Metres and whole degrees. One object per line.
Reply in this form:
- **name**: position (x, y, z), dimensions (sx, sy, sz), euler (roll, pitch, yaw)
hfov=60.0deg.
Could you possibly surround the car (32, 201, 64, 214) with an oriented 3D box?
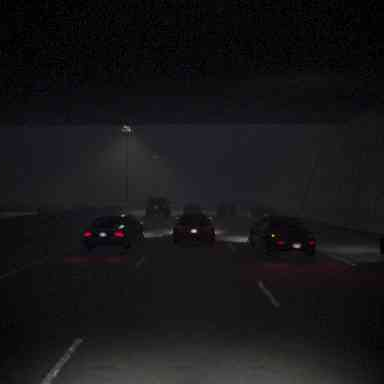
- **car**: position (-17.597, 2.055, 41.648), dimensions (1.895, 1.301, 4.718), euler (0, -1, 0)

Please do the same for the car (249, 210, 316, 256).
- **car**: position (3.578, 1.675, 13.673), dimensions (1.812, 1.442, 4.674), euler (0, -1, 0)

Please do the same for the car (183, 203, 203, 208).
- **car**: position (0.093, 1.875, 35.288), dimensions (2.128, 1.511, 4.902), euler (0, -1, 0)

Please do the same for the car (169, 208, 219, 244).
- **car**: position (0.089, 1.748, 16.891), dimensions (1.994, 1.385, 4.181), euler (0, -1, 0)

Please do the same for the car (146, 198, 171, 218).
- **car**: position (-3.407, 1.595, 34.348), dimensions (2.150, 2.045, 5.566), euler (0, -1, 0)

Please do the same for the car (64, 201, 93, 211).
- **car**: position (-14.094, 1.956, 42.655), dimensions (2.128, 1.511, 4.902), euler (0, -1, 0)

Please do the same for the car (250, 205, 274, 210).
- **car**: position (7.092, 1.966, 33.752), dimensions (1.895, 1.301, 4.718), euler (0, -1, 0)

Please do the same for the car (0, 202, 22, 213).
- **car**: position (-24.580, 2.047, 45.713), dimensions (2.033, 1.411, 5.357), euler (0, -1, 0)

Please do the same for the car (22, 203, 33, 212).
- **car**: position (-21.082, 2.009, 46.028), dimensions (1.837, 1.490, 4.892), euler (0, -1, 0)

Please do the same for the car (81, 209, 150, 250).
- **car**: position (-3.411, 1.714, 15.229), dimensions (2.033, 1.411, 5.357), euler (0, -1, 0)

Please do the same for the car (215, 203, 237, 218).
- **car**: position (3.593, 1.874, 35.290), dimensions (2.128, 1.511, 4.902), euler (0, -1, 0)

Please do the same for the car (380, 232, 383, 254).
- **car**: position (7.093, 1.311, 8.291), dimensions (2.150, 2.045, 5.566), euler (0, -1, 0)
